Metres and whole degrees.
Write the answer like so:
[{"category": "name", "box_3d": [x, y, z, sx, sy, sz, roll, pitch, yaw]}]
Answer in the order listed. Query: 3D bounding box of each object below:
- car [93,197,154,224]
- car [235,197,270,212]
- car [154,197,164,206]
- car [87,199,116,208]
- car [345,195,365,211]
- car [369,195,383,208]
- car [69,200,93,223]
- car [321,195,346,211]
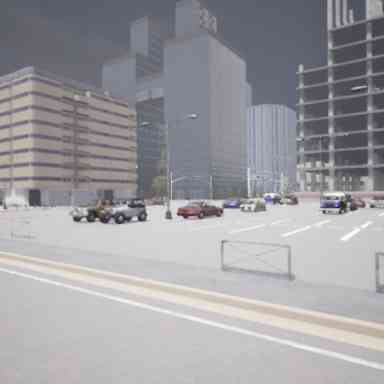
[{"category": "car", "box_3d": [-5.055, 1.362, 25.028, 1.905, 1.878, 3.866, -1, 0, 34]}, {"category": "car", "box_3d": [6.965, 1.576, 37.987, 1.970, 1.475, 3.806, -1, 0, 34]}, {"category": "car", "box_3d": [-7.481, 1.832, 64.439, 2.097, 1.767, 4.553, -1, 0, 34]}, {"category": "car", "box_3d": [-15.830, 1.994, 58.371, 1.882, 1.535, 5.008, -1, 0, 34]}, {"category": "car", "box_3d": [22.596, 1.453, 45.653, 1.784, 1.438, 3.905, -1, 0, 34]}, {"category": "car", "box_3d": [24.845, 1.212, 44.195, 1.932, 1.855, 4.605, -1, 0, 34]}, {"category": "car", "box_3d": [-7.423, 1.391, 26.693, 1.932, 1.855, 4.605, -1, 0, 34]}, {"category": "car", "box_3d": [20.197, 1.516, 47.274, 1.970, 1.475, 3.806, -1, 0, 34]}]
